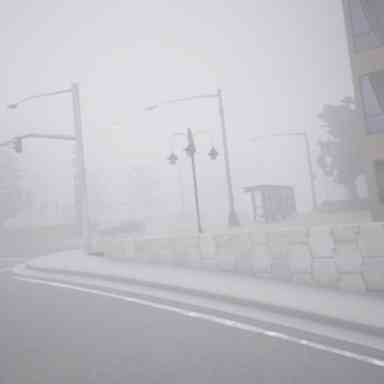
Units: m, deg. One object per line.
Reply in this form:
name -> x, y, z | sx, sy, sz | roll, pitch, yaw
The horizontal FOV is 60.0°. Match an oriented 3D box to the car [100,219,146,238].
car -> -6.654, 3.458, 32.281 | 1.882, 1.535, 5.008 | -9, -5, 36

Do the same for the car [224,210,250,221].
car -> 6.982, 3.477, 50.673 | 2.033, 1.411, 5.357 | -9, -5, 36
